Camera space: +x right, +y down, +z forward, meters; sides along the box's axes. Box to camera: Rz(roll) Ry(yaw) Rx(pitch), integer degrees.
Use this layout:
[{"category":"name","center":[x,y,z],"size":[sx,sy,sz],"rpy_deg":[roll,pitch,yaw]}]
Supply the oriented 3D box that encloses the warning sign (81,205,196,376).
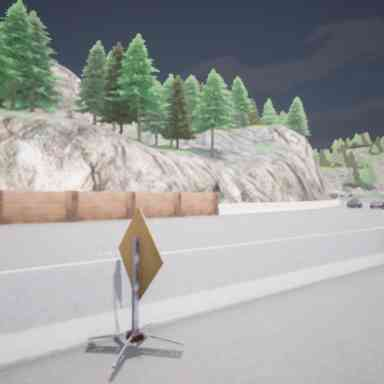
[{"category":"warning sign","center":[-0.770,1.136,4.570],"size":[1.060,1.860,1.300],"rpy_deg":[1,0,-36]}]

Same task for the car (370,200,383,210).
[{"category":"car","center":[30.956,2.138,55.548],"size":[1.812,1.442,4.674],"rpy_deg":[0,0,35]}]

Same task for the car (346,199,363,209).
[{"category":"car","center":[28.332,1.956,57.867],"size":[2.097,1.767,4.553],"rpy_deg":[0,0,35]}]
